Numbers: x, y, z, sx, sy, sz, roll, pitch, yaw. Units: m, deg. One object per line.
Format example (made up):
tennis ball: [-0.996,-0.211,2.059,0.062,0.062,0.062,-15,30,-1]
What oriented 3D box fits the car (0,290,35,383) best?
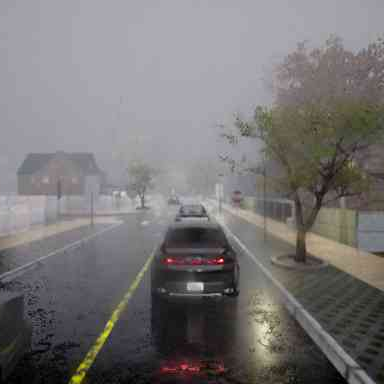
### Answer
car: [-2.849,1.544,1.757,2.033,1.411,5.357,0,0,0]

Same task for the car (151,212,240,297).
car: [0.072,1.490,8.530,1.837,1.490,4.892,0,0,0]

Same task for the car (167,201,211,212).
car: [0.030,1.464,17.959,2.128,1.511,4.902,0,0,1]

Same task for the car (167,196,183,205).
car: [-2.850,1.535,52.485,1.994,1.385,4.181,0,0,0]
